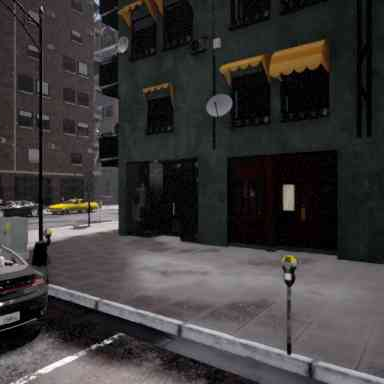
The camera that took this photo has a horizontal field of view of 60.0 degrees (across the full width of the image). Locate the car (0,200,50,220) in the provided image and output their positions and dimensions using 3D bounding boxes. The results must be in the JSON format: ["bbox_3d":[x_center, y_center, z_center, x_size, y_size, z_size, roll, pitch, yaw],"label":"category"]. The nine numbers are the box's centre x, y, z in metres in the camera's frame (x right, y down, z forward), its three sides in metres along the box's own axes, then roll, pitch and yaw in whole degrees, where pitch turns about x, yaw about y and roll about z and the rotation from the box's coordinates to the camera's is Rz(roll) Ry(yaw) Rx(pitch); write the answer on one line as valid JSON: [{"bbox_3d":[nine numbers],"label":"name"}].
[{"bbox_3d":[-13.912,1.347,25.977,2.008,1.369,4.403,1,1,35],"label":"car"}]

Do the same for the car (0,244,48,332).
[{"bbox_3d":[-4.343,1.551,5.969,4.403,1.369,2.008,0,0,35],"label":"car"}]

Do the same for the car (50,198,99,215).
[{"bbox_3d":[-10.824,1.246,30.403,1.752,1.417,4.829,1,1,35],"label":"car"}]
